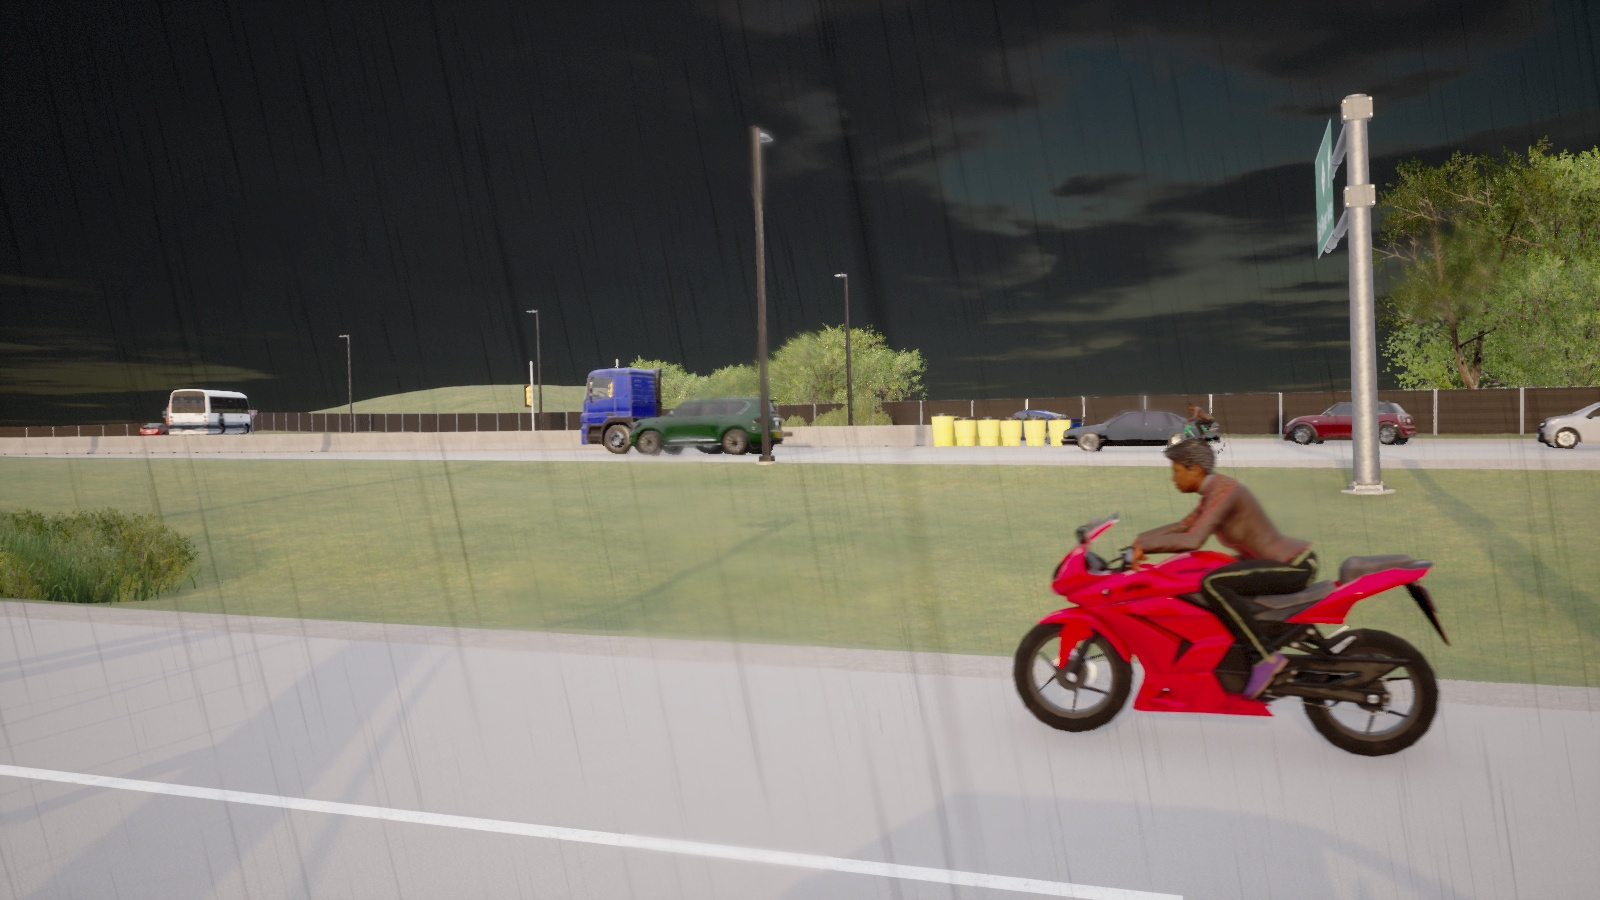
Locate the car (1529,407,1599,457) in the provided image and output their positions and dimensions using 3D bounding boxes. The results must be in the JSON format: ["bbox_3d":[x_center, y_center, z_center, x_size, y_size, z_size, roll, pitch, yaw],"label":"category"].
[{"bbox_3d":[24.820,-0.565,38.849,3.633,1.501,1.845,0,1,19],"label":"car"}]

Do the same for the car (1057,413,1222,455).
[{"bbox_3d":[11.737,-0.552,43.412,5.357,1.411,2.033,0,1,19],"label":"car"}]

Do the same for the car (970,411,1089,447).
[{"bbox_3d":[10.334,-0.967,56.823,5.008,1.535,1.882,1,2,40],"label":"car"}]

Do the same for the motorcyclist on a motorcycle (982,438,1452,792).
[{"bbox_3d":[2.001,0.720,6.211,2.044,1.523,0.797,1,1,19],"label":"motorcyclist on a motorcycle"}]

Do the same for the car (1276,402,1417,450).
[{"bbox_3d":[20.933,-0.914,48.165,4.553,1.767,2.097,1,2,38],"label":"car"}]

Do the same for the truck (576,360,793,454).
[{"bbox_3d":[-4.503,-1.606,49.060,7.936,3.462,2.891,0,1,19],"label":"truck"}]

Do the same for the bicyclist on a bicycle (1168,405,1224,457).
[{"bbox_3d":[12.438,-0.595,39.460,1.656,1.620,0.582,0,1,19],"label":"bicyclist on a bicycle"}]

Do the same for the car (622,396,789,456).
[{"bbox_3d":[-3.372,-0.852,44.970,5.566,2.045,2.150,0,1,19],"label":"car"}]
